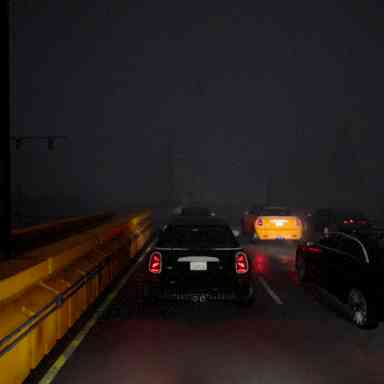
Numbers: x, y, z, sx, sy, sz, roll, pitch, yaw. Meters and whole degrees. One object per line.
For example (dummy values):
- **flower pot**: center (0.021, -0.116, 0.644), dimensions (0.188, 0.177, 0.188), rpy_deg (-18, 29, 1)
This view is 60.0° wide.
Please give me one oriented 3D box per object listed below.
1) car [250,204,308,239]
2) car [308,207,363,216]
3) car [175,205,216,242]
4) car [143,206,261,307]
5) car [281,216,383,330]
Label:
- **car**: center (3.655, 1.350, 15.983), dimensions (2.097, 1.767, 4.553), rpy_deg (0, 0, 0)
- **car**: center (7.157, 1.503, 16.852), dimensions (1.837, 1.490, 4.892), rpy_deg (0, 0, 0)
- **car**: center (0.158, 1.503, 17.288), dimensions (1.837, 1.490, 4.892), rpy_deg (0, 0, 0)
- **car**: center (0.125, 1.351, 8.112), dimensions (2.097, 1.767, 4.553), rpy_deg (0, 0, 0)
- **car**: center (3.621, 1.491, 6.872), dimensions (2.128, 1.511, 4.902), rpy_deg (0, 0, 0)
